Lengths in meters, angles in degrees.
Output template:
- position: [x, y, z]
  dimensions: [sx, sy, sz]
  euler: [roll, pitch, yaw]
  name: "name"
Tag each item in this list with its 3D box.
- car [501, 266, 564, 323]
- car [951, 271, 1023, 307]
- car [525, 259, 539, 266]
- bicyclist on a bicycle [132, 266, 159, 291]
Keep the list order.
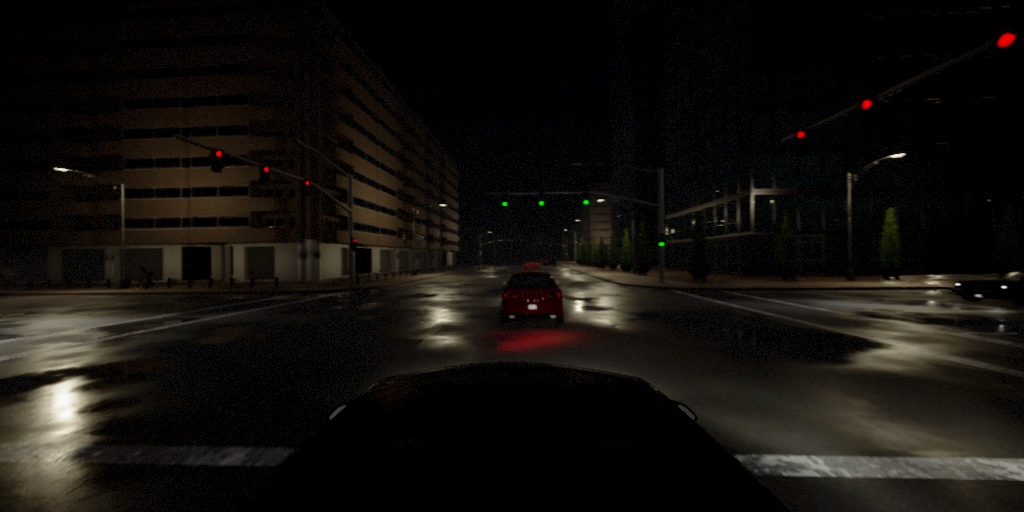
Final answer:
- position: [0.682, 1.286, 12.525]
  dimensions: [1.882, 1.535, 5.008]
  euler: [-1, 0, 3]
  name: "car"
- position: [20.319, 1.207, 13.818]
  dimensions: [4.718, 1.301, 1.895]
  euler: [-1, 0, 3]
  name: "car"
- position: [3.178, 1.275, 56.723]
  dimensions: [2.097, 1.767, 4.553]
  euler: [-1, 0, 4]
  name: "car"
- position: [-24.261, 1.483, 23.743]
  dimensions: [0.582, 1.620, 1.656]
  euler: [-1, 0, 3]
  name: "bicyclist on a bicycle"
